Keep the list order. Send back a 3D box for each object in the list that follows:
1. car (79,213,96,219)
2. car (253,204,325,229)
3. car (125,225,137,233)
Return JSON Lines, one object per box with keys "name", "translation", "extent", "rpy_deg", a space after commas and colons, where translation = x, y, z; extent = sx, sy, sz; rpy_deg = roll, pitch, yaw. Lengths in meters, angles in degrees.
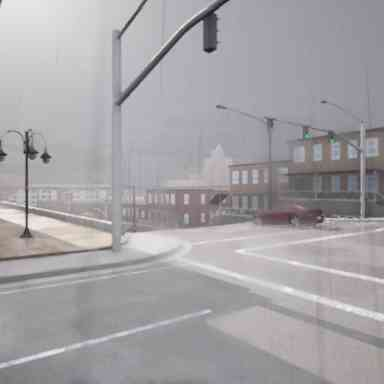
{"name": "car", "translation": [-17.323, 4.177, 54.648], "extent": [1.882, 1.535, 5.008], "rpy_deg": [0, -2, -36]}
{"name": "car", "translation": [6.312, 1.573, 22.279], "extent": [1.882, 1.535, 5.008], "rpy_deg": [0, -3, -36]}
{"name": "car", "translation": [-7.486, 4.224, 35.079], "extent": [1.812, 1.442, 4.674], "rpy_deg": [0, -12, -36]}
